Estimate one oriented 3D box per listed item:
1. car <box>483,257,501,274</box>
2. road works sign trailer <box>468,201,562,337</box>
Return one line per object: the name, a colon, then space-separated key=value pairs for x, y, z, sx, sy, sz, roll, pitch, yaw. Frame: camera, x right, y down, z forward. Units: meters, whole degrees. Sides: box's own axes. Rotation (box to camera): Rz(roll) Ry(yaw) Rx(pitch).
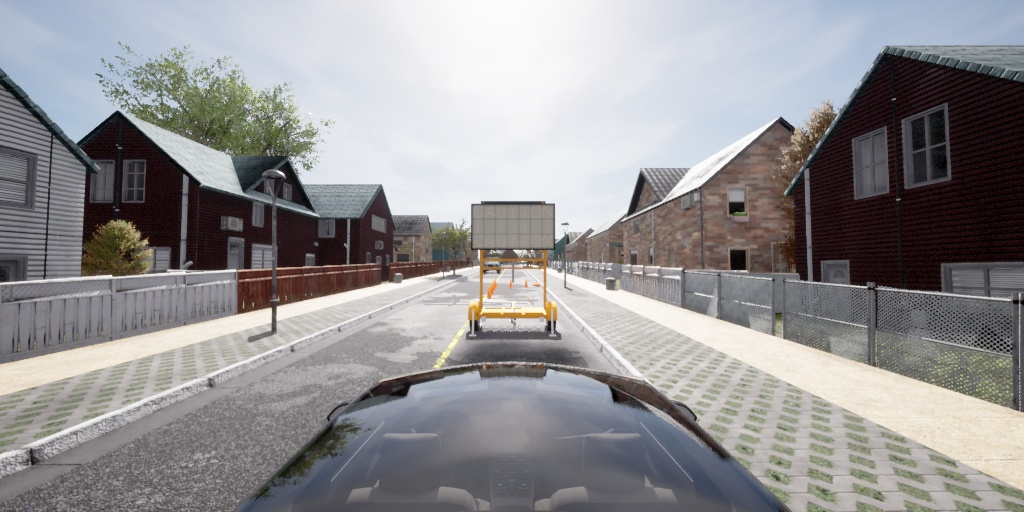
car: x=-2.575 y=1.148 z=44.662 sx=2.150 sy=2.045 sz=5.566 roll=0 pitch=0 yaw=0
road works sign trailer: x=0.034 y=0.226 z=10.362 sx=2.380 sy=3.560 sz=2.880 roll=0 pitch=0 yaw=1
